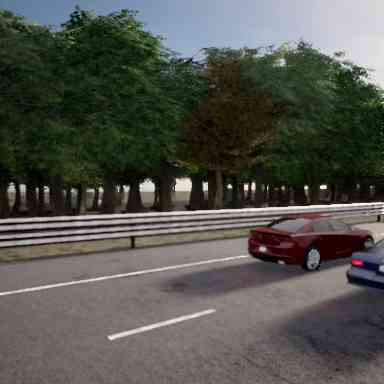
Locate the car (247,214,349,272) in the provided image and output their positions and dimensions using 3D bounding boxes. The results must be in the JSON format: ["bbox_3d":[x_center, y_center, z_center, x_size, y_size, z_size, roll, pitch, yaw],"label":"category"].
[{"bbox_3d":[4.031,1.474,10.919,5.008,1.535,1.882,0,0,-35],"label":"car"}]

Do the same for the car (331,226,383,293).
[{"bbox_3d":[5.812,1.544,7.893,5.357,1.411,2.033,0,0,-35],"label":"car"}]
